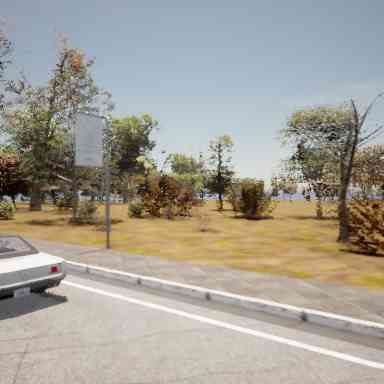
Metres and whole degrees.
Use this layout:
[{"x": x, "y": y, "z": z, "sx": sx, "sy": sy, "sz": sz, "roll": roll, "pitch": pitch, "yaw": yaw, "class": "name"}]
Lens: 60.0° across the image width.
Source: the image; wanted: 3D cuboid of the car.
[{"x": -5.009, "y": 1.602, "z": 7.564, "sx": 4.718, "sy": 1.301, "sz": 1.895, "roll": 0, "pitch": 0, "yaw": 36, "class": "car"}]
